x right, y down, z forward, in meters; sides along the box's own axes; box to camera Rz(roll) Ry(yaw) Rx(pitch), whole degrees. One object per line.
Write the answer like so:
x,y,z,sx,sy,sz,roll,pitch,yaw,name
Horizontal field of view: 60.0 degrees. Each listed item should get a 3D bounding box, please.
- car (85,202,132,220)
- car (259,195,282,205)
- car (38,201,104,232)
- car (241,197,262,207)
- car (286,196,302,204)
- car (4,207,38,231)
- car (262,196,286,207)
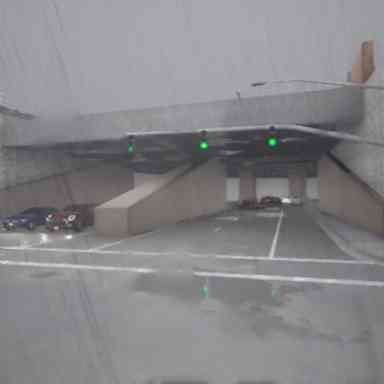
-7.889,1.743,32.037,2.033,1.411,5.357,-1,0,16,car
13.848,1.401,58.843,1.837,1.490,4.892,-1,0,41,car
-7.278,1.512,21.462,2.097,1.767,4.553,-1,0,16,car
8.663,1.508,49.542,2.033,1.411,5.357,-1,0,21,car
17.281,1.362,57.493,4.674,1.442,1.812,-1,0,-45,car
-10.527,1.743,22.824,1.812,1.442,4.674,-1,0,16,car
12.067,1.394,48.637,2.128,1.511,4.902,-1,0,22,car
